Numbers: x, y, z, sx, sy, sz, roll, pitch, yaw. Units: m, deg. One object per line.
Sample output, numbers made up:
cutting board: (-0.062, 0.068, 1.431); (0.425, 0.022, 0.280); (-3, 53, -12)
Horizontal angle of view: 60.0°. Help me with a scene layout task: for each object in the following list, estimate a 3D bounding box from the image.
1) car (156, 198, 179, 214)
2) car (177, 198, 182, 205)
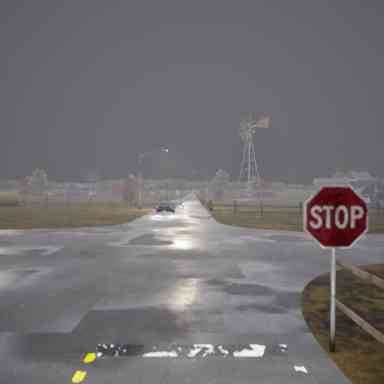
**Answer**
car: (-2.754, 1.628, 35.488); (1.895, 1.301, 4.718); (0, 0, 0)
car: (-2.757, 1.706, 59.576); (1.895, 1.301, 4.718); (0, 0, 0)
